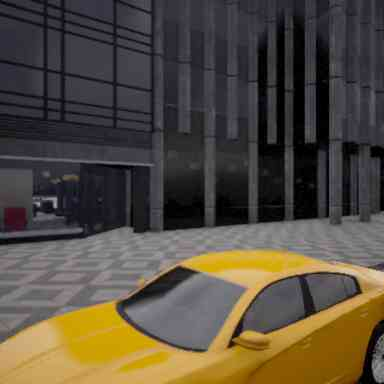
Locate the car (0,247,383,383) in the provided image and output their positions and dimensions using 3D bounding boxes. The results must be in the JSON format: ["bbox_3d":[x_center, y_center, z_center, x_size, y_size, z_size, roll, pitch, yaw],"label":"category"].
[{"bbox_3d":[0.479,1.471,3.720,5.008,1.535,1.882,0,0,-36],"label":"car"}]
